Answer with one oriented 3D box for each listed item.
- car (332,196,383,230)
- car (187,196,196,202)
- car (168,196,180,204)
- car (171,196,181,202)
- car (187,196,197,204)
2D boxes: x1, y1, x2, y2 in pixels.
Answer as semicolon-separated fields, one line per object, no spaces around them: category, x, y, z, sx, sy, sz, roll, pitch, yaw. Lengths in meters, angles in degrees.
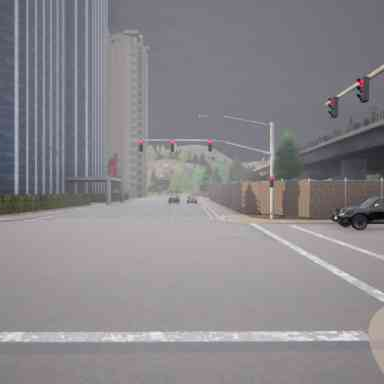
car;11.814;1.277;20.931;5.566;2.045;2.150;0;0;0
car;-0.110;1.594;74.558;1.895;1.301;4.718;0;0;0
car;-3.497;1.477;64.199;1.882;1.535;5.008;0;0;0
car;-3.609;1.539;74.416;2.033;1.411;5.357;0;0;0
car;0.004;1.563;64.595;1.994;1.385;4.181;0;0;0
